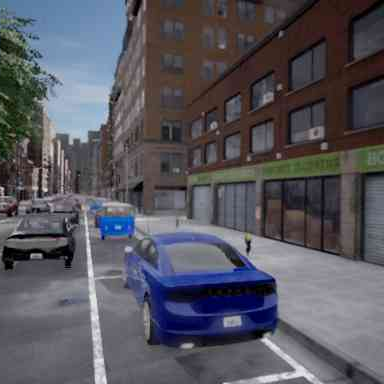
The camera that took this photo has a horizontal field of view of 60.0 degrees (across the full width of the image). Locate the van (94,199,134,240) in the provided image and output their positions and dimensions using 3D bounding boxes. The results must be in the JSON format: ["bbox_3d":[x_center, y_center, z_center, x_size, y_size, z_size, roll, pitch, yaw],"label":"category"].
[{"bbox_3d":[-4.047,1.443,17.380,1.690,1.788,3.998,1,-1,-18],"label":"van"}]

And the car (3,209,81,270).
[{"bbox_3d":[-4.942,1.525,11.263,2.128,1.511,4.902,1,-1,-18],"label":"car"}]

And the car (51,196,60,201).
[{"bbox_3d":[-36.141,1.716,87.871,1.887,1.381,4.507,1,0,-18],"label":"car"}]

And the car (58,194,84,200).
[{"bbox_3d":[-14.307,1.480,39.502,2.097,1.767,4.553,1,0,-18],"label":"car"}]

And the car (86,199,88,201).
[{"bbox_3d":[-11.106,1.741,38.892,1.947,1.339,4.313,1,0,-18],"label":"car"}]

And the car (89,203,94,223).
[{"bbox_3d":[-5.814,1.667,22.757,1.887,1.381,4.507,1,0,-18],"label":"car"}]

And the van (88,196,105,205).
[{"bbox_3d":[-9.339,1.499,33.516,1.690,1.788,3.998,1,0,-18],"label":"van"}]

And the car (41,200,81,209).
[{"bbox_3d":[-8.699,1.568,22.719,2.128,1.511,4.902,1,0,-18],"label":"car"}]

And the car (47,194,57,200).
[{"bbox_3d":[-30.992,1.645,72.171,1.752,1.417,4.829,1,0,-18],"label":"car"}]

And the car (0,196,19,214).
[{"bbox_3d":[-17.425,1.320,30.822,2.192,1.841,5.009,1,0,-18],"label":"car"}]

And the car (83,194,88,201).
[{"bbox_3d":[-28.052,1.764,90.561,1.967,1.590,4.097,1,0,-18],"label":"car"}]

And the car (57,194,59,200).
[{"bbox_3d":[-32.743,1.687,77.512,2.008,1.369,4.403,1,0,-18],"label":"car"}]

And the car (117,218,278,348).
[{"bbox_3d":[-0.242,1.543,6.685,1.882,1.535,5.008,1,-1,-18],"label":"car"}]

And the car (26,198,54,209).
[{"bbox_3d":[-15.852,1.624,34.364,1.994,1.385,4.181,1,-1,-18],"label":"car"}]
